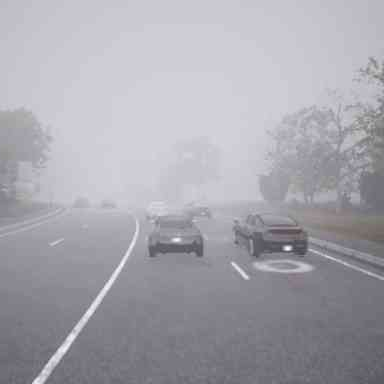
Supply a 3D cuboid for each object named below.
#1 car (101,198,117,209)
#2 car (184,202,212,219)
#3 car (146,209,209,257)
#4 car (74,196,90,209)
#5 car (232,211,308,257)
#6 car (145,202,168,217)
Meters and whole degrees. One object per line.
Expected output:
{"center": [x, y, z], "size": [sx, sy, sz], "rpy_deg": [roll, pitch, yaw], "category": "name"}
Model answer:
{"center": [-11.704, 1.568, 46.508], "size": [1.882, 1.535, 5.008], "rpy_deg": [0, 0, -19], "category": "car"}
{"center": [0.443, 1.574, 29.210], "size": [1.812, 1.442, 4.674], "rpy_deg": [0, 0, -11], "category": "car"}
{"center": [-0.703, 1.587, 13.203], "size": [1.994, 1.385, 4.181], "rpy_deg": [0, 0, -5], "category": "car"}
{"center": [-15.706, 1.444, 47.373], "size": [2.097, 1.767, 4.553], "rpy_deg": [0, 0, -20], "category": "car"}
{"center": [2.841, 1.522, 12.988], "size": [1.837, 1.490, 4.892], "rpy_deg": [0, 0, -5], "category": "car"}
{"center": [-3.028, 1.578, 28.712], "size": [1.812, 1.442, 4.674], "rpy_deg": [0, 0, -11], "category": "car"}
